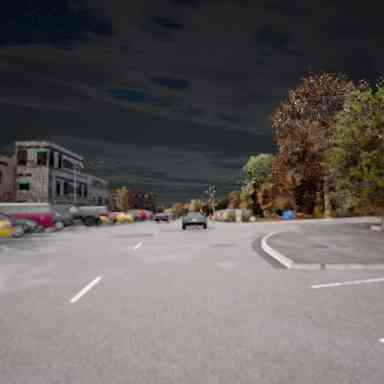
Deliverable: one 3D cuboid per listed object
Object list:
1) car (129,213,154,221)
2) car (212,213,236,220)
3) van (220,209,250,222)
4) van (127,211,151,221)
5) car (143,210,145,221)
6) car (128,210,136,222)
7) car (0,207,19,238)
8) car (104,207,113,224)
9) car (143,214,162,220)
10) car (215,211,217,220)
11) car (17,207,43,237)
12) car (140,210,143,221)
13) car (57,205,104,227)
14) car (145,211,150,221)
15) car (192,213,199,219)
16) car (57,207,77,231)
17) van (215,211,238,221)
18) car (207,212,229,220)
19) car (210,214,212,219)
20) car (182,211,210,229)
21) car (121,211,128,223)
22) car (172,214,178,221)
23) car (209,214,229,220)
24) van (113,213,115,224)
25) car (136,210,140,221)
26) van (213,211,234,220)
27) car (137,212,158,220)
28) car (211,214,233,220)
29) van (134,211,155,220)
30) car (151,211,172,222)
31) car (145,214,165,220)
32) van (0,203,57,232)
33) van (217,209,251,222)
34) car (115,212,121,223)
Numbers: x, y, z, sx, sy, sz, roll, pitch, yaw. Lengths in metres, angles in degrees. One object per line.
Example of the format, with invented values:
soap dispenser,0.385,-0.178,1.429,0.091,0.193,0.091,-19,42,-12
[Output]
car,-10.778,5.321,71.508,5.008,1.535,2.097,1,-4,-19
car,7.057,5.524,74.177,4.892,1.521,2.231,2,-5,-19
van,6.917,3.830,53.680,4.442,1.987,1.878,2,-5,-19
van,-10.932,4.882,68.557,4.442,1.987,1.878,1,-4,-19
car,-11.003,4.147,56.887,4.553,1.767,2.185,1,-5,-19
car,-11.254,3.653,48.040,5.366,1.575,1.946,1,-4,-19
car,-11.550,1.706,15.856,5.366,1.575,1.946,0,-2,-20
car,-11.076,2.643,33.535,5.366,1.575,1.946,1,-4,-19
car,-10.573,6.621,89.066,4.892,1.521,2.231,1,-5,-19
car,6.848,4.296,56.552,4.674,1.452,2.002,2,-4,-19
car,-11.370,1.818,18.847,4.892,1.521,2.231,0,-2,-20
car,-10.997,4.068,53.954,4.892,1.521,2.231,1,-4,-19
car,-11.255,2.193,30.570,5.566,2.045,2.435,0,-4,-20
car,-10.960,4.229,59.811,5.566,2.045,2.435,1,-4,-19
car,0.851,6.446,88.739,1.837,1.490,4.892,0,-4,1
car,-11.316,2.089,24.686,4.892,1.521,2.231,0,-3,-20
van,7.103,4.875,68.361,4.442,1.987,1.878,2,-5,-19
car,7.265,6.578,91.798,5.566,2.045,2.435,2,-4,-19
car,6.853,5.299,71.177,5.366,1.575,1.946,2,-4,-19
car,0.204,2.293,27.466,1.994,1.385,4.181,-1,-5,0
car,-11.329,3.248,42.193,5.366,1.575,1.946,1,-4,-19
car,-4.426,5.097,67.393,1.994,1.385,4.181,0,-4,1
car,7.276,6.642,88.867,4.792,1.488,2.163,2,-5,-19
van,-11.113,2.624,36.459,4.442,1.987,1.878,1,-4,-19
car,-11.009,3.892,51.032,4.792,1.488,2.163,1,-4,-19
van,7.211,5.519,77.173,4.442,1.987,1.878,2,-5,-19
car,-10.706,5.841,80.288,4.553,1.767,2.185,1,-5,-19
car,7.166,5.987,80.057,4.792,1.488,2.163,2,-5,-19
van,-10.642,5.311,74.493,4.442,1.987,1.878,1,-5,-19
car,-4.683,3.984,51.853,2.033,1.411,5.357,0,-4,1
car,-10.662,7.049,94.847,5.366,1.575,1.946,1,-4,-19
van,-11.456,1.717,21.738,4.442,1.987,1.878,0,-2,-20
van,6.662,3.616,50.657,4.442,1.987,1.878,2,-4,-19
car,-11.214,3.079,39.313,4.792,1.488,2.163,1,-4,-19
